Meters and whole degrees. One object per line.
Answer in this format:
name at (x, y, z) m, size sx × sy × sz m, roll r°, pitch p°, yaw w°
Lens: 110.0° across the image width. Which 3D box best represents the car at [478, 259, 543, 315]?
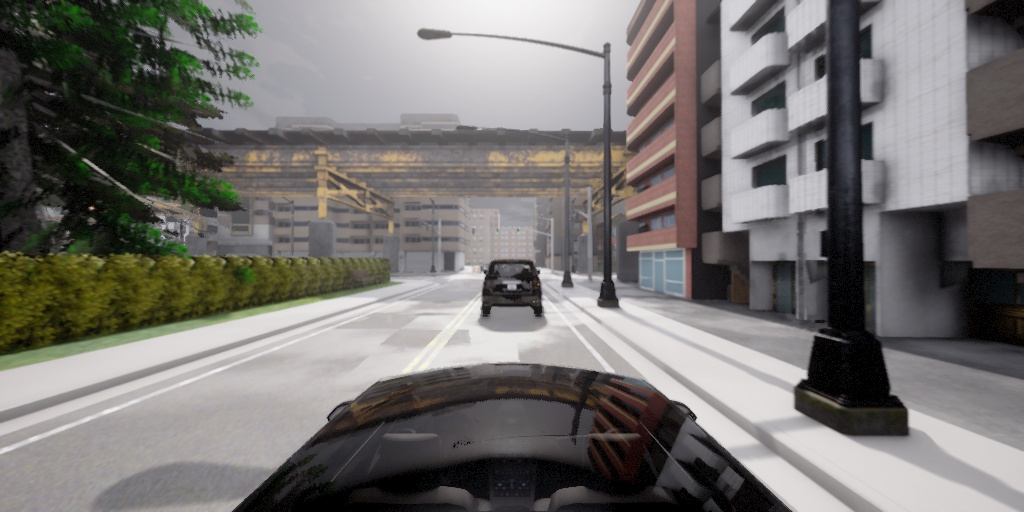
car at (0.010, 1.118, 14.394) m, size 2.150 × 2.045 × 5.566 m, roll 0°, pitch 0°, yaw 0°
